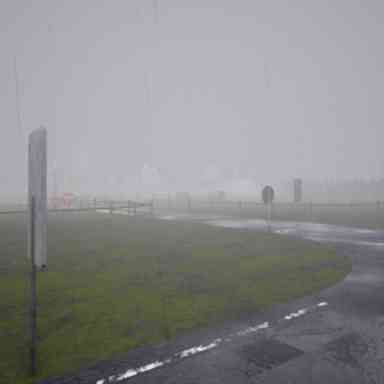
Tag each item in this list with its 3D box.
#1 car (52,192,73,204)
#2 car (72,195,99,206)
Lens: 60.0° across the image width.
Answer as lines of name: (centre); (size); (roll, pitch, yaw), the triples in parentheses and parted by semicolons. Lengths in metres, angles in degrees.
car: (-22.227, 1.023, 57.167); (2.150, 2.045, 5.566); (1, 0, -41)
car: (-15.709, 1.400, 49.562); (1.895, 1.301, 4.718); (1, 0, -40)
